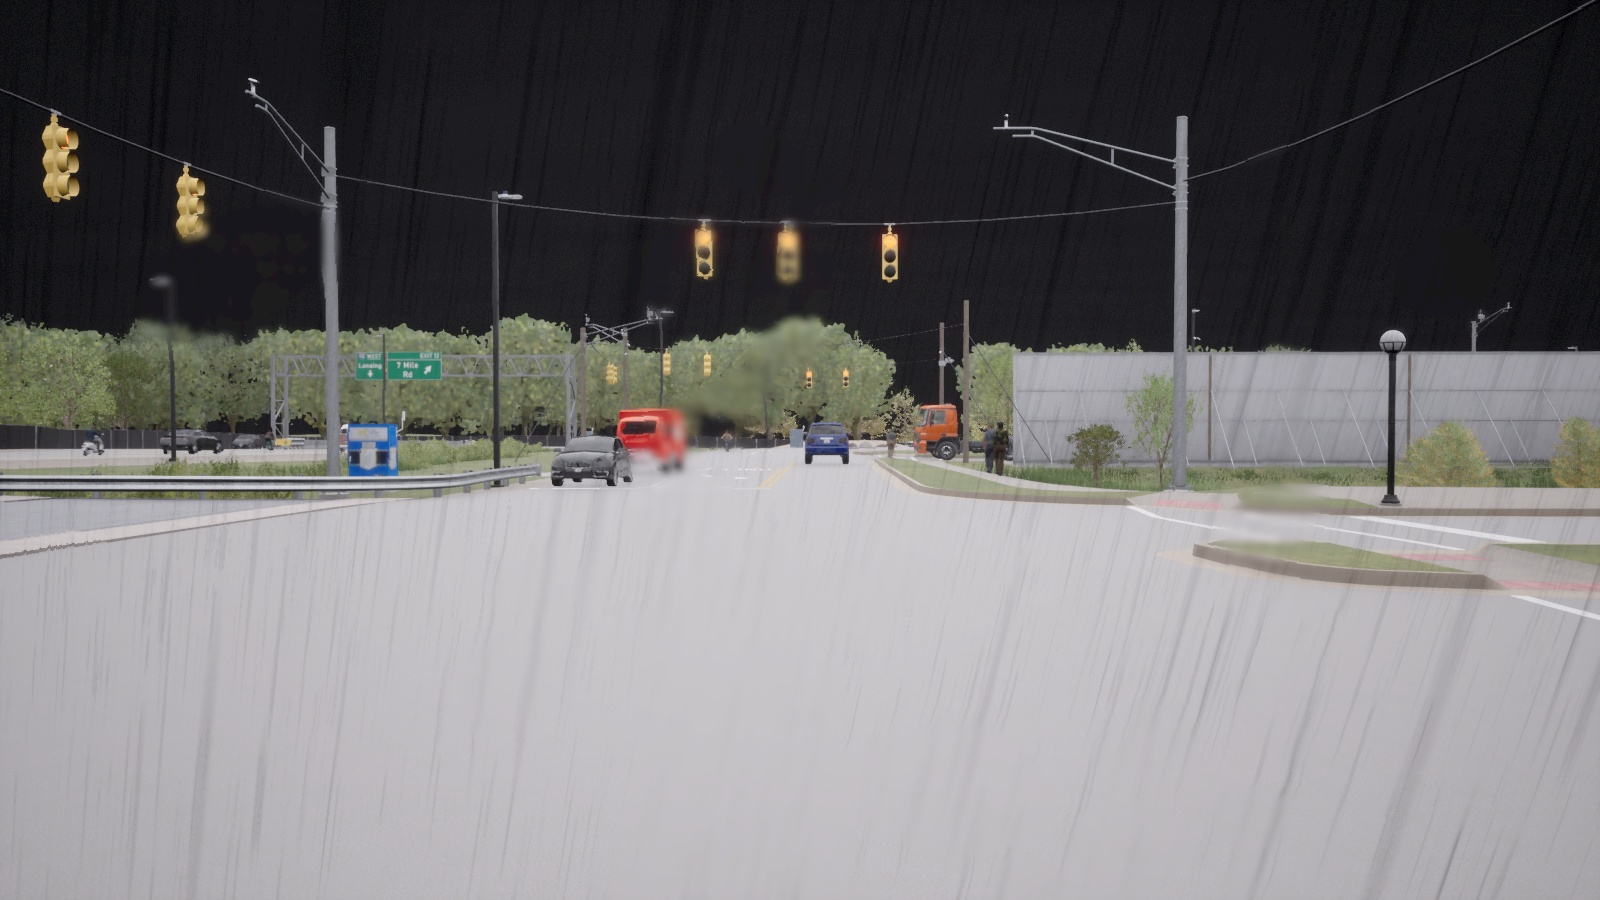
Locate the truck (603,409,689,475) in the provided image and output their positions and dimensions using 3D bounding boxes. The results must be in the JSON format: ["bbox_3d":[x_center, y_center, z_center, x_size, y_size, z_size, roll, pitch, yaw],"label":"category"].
[{"bbox_3d":[-5.981,-0.354,49.417,2.627,2.467,5.204,0,1,1],"label":"truck"}]

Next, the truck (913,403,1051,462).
[{"bbox_3d":[11.123,-1.089,77.374,7.936,3.462,2.891,1,2,-4],"label":"truck"}]

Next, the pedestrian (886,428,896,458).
[{"bbox_3d":[5.629,-0.415,77.580,0.540,1.848,0.694,0,2,2],"label":"pedestrian"}]

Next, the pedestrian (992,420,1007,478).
[{"bbox_3d":[6.693,-0.041,42.081,0.395,1.930,0.692,0,2,1],"label":"pedestrian"}]

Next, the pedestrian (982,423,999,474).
[{"bbox_3d":[6.893,-0.066,45.480,0.540,1.848,0.694,0,2,2],"label":"pedestrian"}]

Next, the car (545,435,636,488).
[{"bbox_3d":[-6.265,0.301,38.139,1.837,1.490,4.892,0,0,2],"label":"car"}]

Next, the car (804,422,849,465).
[{"bbox_3d":[1.361,-0.350,62.966,2.150,2.045,5.566,0,1,2],"label":"car"}]

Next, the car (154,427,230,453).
[{"bbox_3d":[-36.610,-0.576,75.775,2.128,1.511,4.902,0,0,1],"label":"car"}]

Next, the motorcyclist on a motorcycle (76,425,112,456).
[{"bbox_3d":[-36.810,-0.518,65.486,0.866,1.590,1.817,0,0,1],"label":"motorcyclist on a motorcycle"}]

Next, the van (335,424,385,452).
[{"bbox_3d":[-32.761,-0.911,93.670,2.069,2.038,4.480,0,0,1],"label":"van"}]
